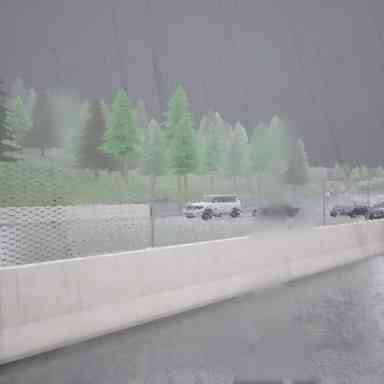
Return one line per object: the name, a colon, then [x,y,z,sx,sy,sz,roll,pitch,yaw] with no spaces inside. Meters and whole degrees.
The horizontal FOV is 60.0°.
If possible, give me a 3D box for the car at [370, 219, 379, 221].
car: [14.984,1.507,25.628,4.892,1.490,1.837,1,0,-43]
